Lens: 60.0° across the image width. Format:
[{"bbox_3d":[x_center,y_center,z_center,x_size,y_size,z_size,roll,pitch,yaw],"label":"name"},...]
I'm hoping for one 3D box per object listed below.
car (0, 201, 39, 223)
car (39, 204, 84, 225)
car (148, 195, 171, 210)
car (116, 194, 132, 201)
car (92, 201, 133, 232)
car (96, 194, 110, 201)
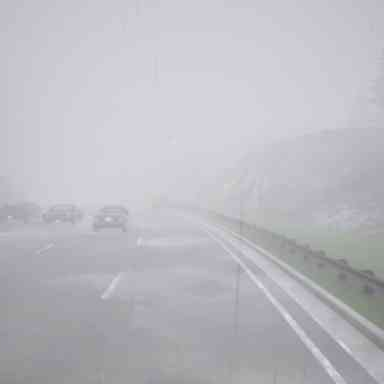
[{"bbox_3d":[-12.496,1.402,24.447,1.837,1.490,4.892,0,0,-10],"label":"car"},{"bbox_3d":[-8.655,1.505,22.835,1.895,1.301,4.718,0,0,-9],"label":"car"},{"bbox_3d":[-3.960,1.185,39.570,2.097,1.767,4.553,0,0,-16],"label":"car"},{"bbox_3d":[-11.867,1.109,57.937,2.097,1.767,4.553,0,0,-25],"label":"car"},{"bbox_3d":[-4.625,1.465,19.620,2.033,1.411,5.357,0,0,-7],"label":"car"},{"bbox_3d":[-19.346,1.136,72.160,1.882,1.535,5.008,0,0,-31],"label":"car"}]
